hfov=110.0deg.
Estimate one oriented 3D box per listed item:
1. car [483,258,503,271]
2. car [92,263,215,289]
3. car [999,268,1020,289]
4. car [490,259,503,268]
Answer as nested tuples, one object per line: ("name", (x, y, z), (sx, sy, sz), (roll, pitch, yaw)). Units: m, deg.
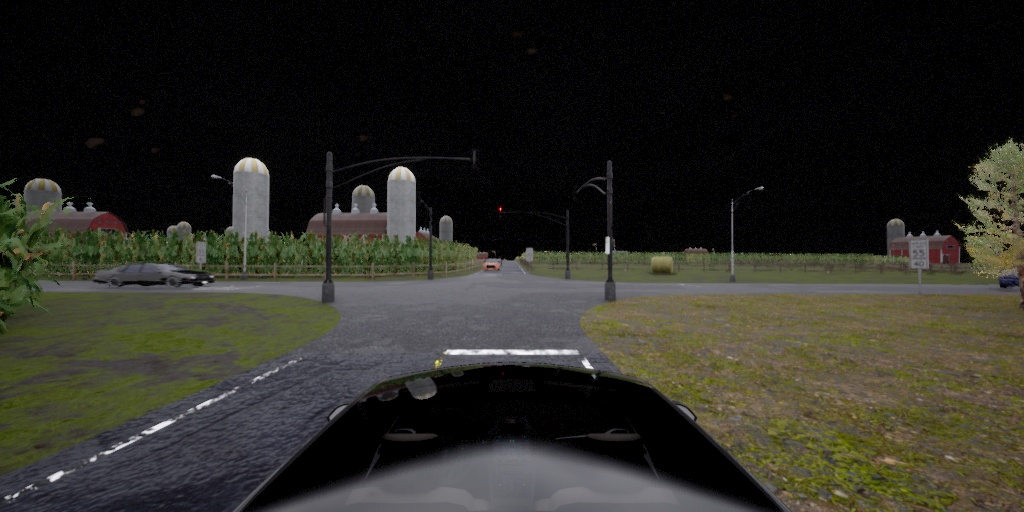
("car", (-2.723, 1.114, 48.017), (2.097, 1.767, 4.553), (0, 0, 0))
("car", (-20.230, 1.098, 20.369), (5.357, 1.411, 2.033), (1, -1, -3))
("car", (35.804, 1.397, 23.998), (4.553, 1.767, 2.097), (1, -1, -4))
("car", (-2.713, 1.272, 65.185), (2.128, 1.511, 4.902), (0, 0, 0))
